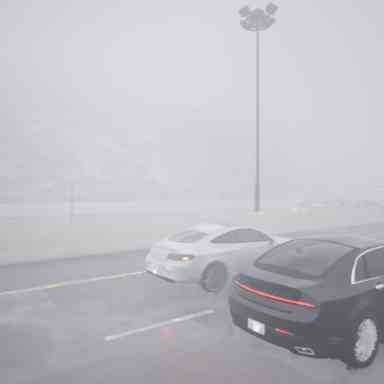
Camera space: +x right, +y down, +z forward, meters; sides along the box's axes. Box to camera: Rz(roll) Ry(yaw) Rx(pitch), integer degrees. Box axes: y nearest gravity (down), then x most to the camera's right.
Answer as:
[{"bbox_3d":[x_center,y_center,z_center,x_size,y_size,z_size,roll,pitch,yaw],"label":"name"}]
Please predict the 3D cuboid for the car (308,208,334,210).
[{"bbox_3d":[14.261,1.525,35.682,4.674,1.442,1.812,0,0,-36],"label":"car"}]

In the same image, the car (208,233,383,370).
[{"bbox_3d":[2.811,1.505,5.753,4.892,1.490,1.837,0,0,-36],"label":"car"}]

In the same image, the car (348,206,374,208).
[{"bbox_3d":[17.299,1.526,33.557,4.674,1.442,1.812,0,0,-36],"label":"car"}]

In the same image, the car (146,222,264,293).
[{"bbox_3d":[1.046,1.525,8.796,4.674,1.442,1.812,0,0,-36],"label":"car"}]
